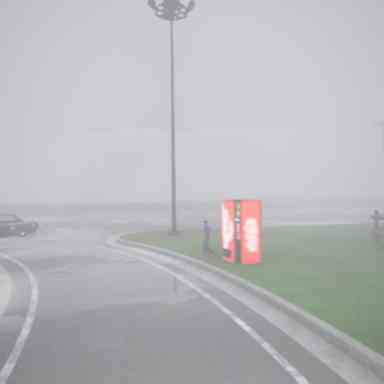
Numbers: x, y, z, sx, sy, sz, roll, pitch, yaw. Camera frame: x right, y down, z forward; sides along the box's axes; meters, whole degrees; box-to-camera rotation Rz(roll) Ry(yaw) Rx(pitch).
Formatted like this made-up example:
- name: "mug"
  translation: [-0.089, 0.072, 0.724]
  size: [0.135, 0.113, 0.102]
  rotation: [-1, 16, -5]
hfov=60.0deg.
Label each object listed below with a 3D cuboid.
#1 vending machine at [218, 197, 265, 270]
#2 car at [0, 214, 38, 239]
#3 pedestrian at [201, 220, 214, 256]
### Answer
- name: "vending machine"
  translation: [1.535, 1.216, 10.365]
  size: [1.100, 2.100, 0.880]
  rotation: [-1, 0, -25]
- name: "car"
  translation: [-10.509, 1.798, 17.296]
  size: [4.718, 1.301, 1.895]
  rotation: [-1, 0, 20]
- name: "pedestrian"
  translation: [0.555, 1.457, 11.176]
  size: [0.375, 1.300, 0.375]
  rotation: [-1, 0, -29]
